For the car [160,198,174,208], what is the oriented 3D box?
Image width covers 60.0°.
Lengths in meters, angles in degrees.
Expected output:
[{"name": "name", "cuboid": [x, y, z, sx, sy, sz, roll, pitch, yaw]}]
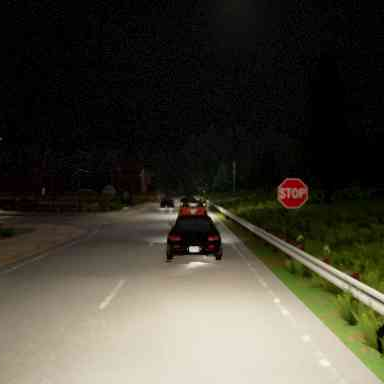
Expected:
[{"name": "car", "cuboid": [-3.559, 1.558, 48.425, 2.033, 1.411, 5.357, 0, 0, 0]}]

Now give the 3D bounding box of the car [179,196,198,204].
[{"name": "car", "cuboid": [-0.764, 1.551, 66.718, 1.812, 1.442, 4.674, 0, 0, -29]}]

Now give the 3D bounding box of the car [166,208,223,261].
[{"name": "car", "cuboid": [0.076, 1.529, 12.161, 1.812, 1.442, 4.674, 0, 0, 0]}]

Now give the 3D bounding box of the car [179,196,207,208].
[{"name": "car", "cuboid": [0.067, 1.357, 24.757, 2.097, 1.767, 4.553, 0, 0, 0]}]
